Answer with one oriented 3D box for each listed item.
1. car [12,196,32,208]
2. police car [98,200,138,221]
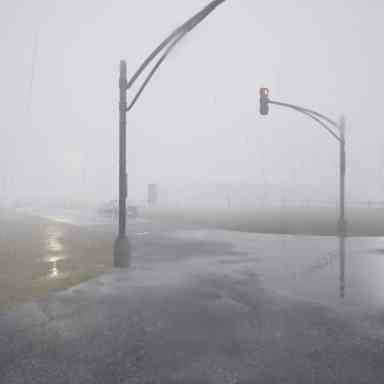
[{"bbox_3d":[-26.096,1.450,51.039,2.097,1.767,4.553,0,0,-36],"label":"car"},{"bbox_3d":[-6.477,1.490,28.583,1.930,1.638,5.238,0,0,-36],"label":"police car"}]
